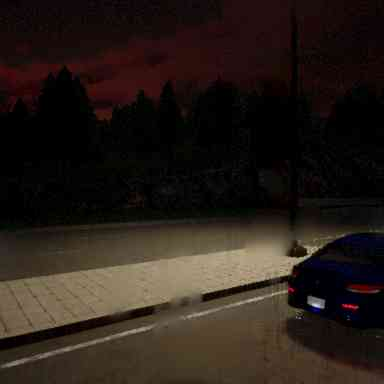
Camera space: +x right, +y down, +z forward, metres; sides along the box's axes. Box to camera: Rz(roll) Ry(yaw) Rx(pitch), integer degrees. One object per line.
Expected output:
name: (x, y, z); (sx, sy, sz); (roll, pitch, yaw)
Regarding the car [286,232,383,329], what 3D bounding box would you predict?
car: (3.785, 1.525, 6.441); (4.674, 1.442, 1.812); (0, 0, -35)
